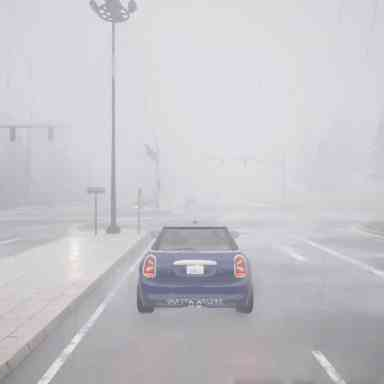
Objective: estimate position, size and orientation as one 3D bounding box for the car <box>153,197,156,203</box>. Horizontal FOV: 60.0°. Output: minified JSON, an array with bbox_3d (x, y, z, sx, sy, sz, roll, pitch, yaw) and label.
[{"bbox_3d":[-8.386,1.547,65.611,2.033,1.411,5.357,0,0,0],"label":"car"}]

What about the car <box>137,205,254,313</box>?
[{"bbox_3d":[0.069,1.352,7.821,2.097,1.767,4.553,0,0,0],"label":"car"}]

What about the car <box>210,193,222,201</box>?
[{"bbox_3d":[6.333,1.215,84.933,2.150,2.045,5.566,0,0,-1],"label":"car"}]

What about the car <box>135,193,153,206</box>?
[{"bbox_3d":[-8.285,1.352,55.997,2.097,1.767,4.553,0,0,-1],"label":"car"}]

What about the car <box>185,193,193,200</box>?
[{"bbox_3d":[-0.839,1.189,95.500,2.150,2.045,5.566,0,0,-1],"label":"car"}]

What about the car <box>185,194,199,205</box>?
[{"bbox_3d":[-0.176,1.526,54.640,1.812,1.442,4.674,0,0,-1],"label":"car"}]
